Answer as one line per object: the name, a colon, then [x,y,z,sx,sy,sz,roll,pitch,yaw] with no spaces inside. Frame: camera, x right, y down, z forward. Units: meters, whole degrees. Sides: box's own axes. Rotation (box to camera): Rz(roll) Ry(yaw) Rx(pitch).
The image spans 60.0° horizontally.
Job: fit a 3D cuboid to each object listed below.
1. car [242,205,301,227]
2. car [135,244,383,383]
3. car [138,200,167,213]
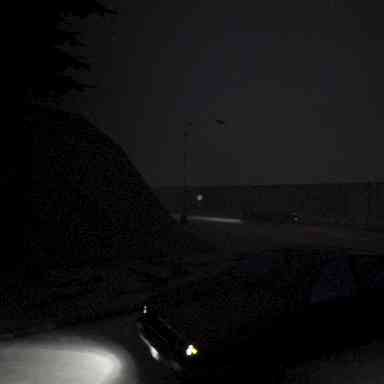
car: [5.866,1.703,25.229,2.128,1.511,4.902,1,0,-36]
car: [1.896,1.597,5.307,5.357,1.411,2.033,1,0,-28]
car: [-4.791,1.703,40.105,2.128,1.511,4.902,1,0,-36]
